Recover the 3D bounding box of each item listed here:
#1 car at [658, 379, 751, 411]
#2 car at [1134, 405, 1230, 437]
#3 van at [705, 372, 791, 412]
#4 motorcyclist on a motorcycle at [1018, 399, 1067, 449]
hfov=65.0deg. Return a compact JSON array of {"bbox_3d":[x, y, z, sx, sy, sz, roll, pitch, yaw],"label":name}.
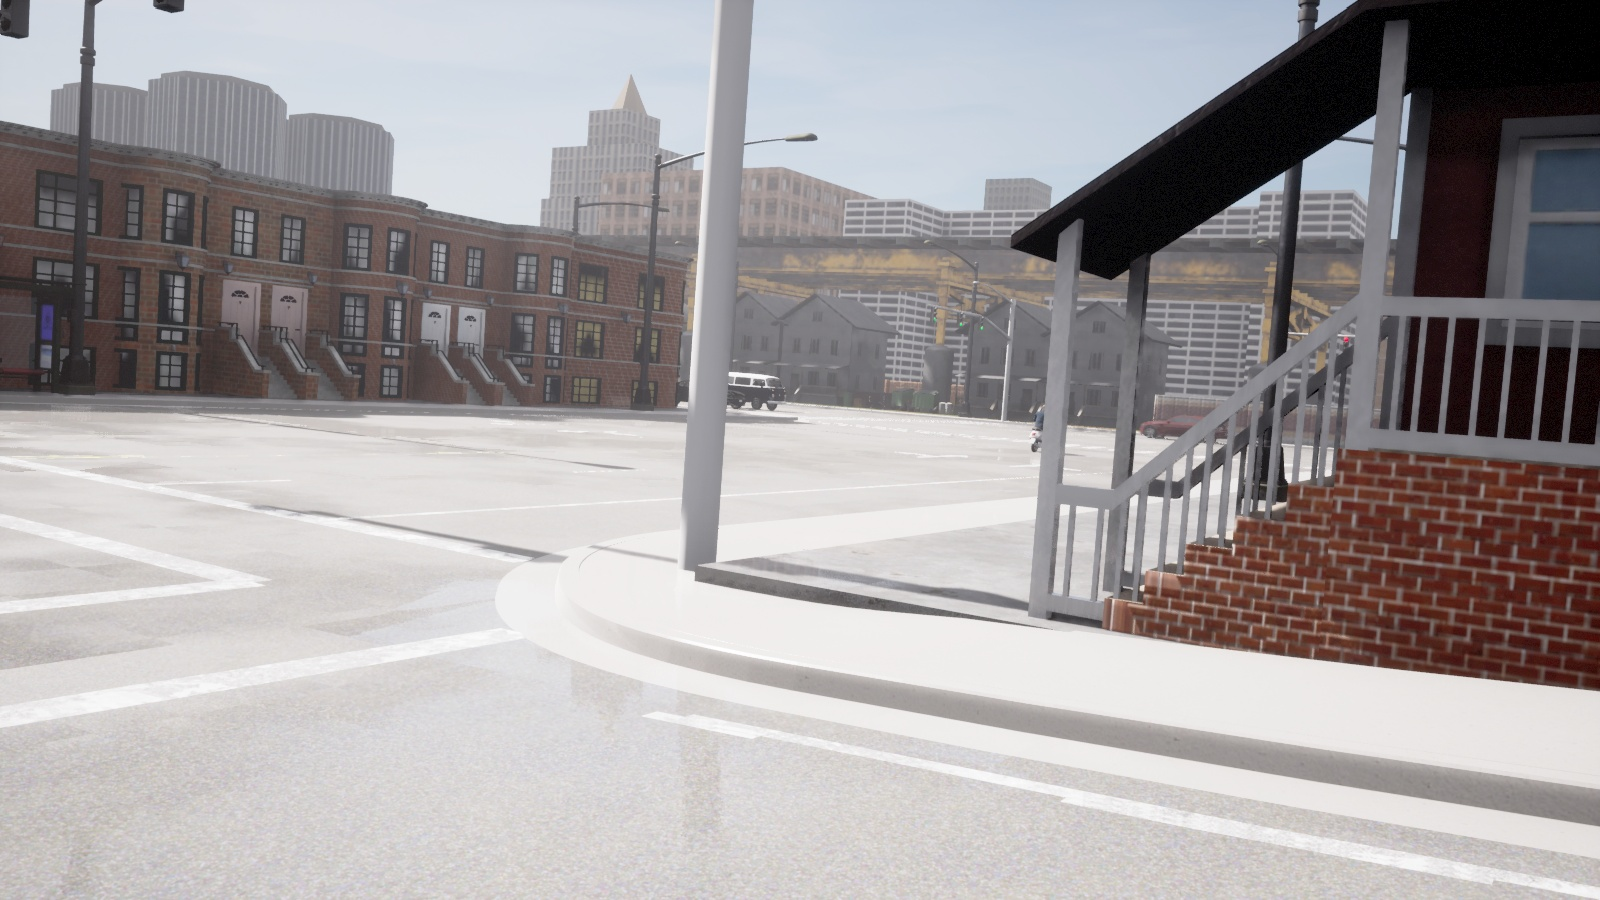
[{"bbox_3d":[-5.340,-3.072,69.899,5.008,1.535,1.882,5,4,34],"label":"car"},{"bbox_3d":[21.007,-1.599,69.125,4.674,1.442,1.812,5,4,34],"label":"car"},{"bbox_3d":[-3.016,-3.350,72.557,4.480,2.038,2.069,5,4,34],"label":"van"},{"bbox_3d":[8.085,-0.857,41.774,0.866,1.590,1.817,5,4,34],"label":"motorcyclist on a motorcycle"}]
